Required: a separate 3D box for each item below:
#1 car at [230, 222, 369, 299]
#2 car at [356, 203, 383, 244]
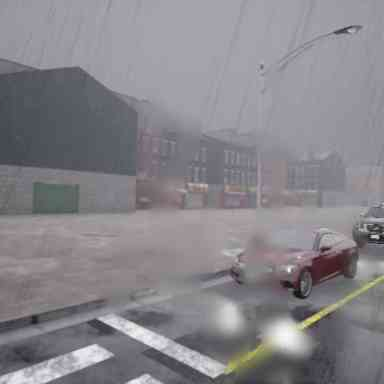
[{"bbox_3d":[3.015,1.698,9.128,4.674,1.442,1.812,2,-1,-45],"label":"car"},{"bbox_3d":[9.728,1.617,16.181,2.150,2.045,5.566,0,-1,44],"label":"car"}]
